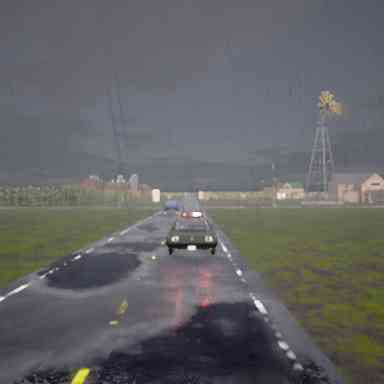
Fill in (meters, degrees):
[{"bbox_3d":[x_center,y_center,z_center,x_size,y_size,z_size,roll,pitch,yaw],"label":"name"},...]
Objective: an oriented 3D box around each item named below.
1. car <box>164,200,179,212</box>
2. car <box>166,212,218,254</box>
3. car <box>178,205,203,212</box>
[{"bbox_3d":[-2.762,1.881,46.256,1.882,1.535,5.008,0,-1,0],"label":"car"},{"bbox_3d":[0.000,1.730,14.098,1.895,1.301,4.718,0,0,0],"label":"car"},{"bbox_3d":[-0.003,1.860,29.101,1.895,1.301,4.718,0,0,0],"label":"car"}]
